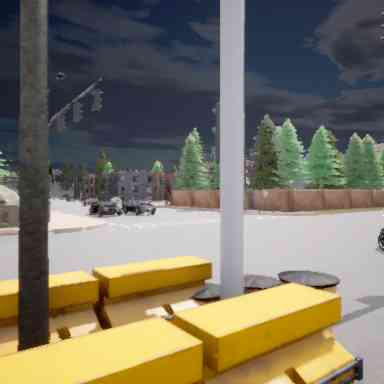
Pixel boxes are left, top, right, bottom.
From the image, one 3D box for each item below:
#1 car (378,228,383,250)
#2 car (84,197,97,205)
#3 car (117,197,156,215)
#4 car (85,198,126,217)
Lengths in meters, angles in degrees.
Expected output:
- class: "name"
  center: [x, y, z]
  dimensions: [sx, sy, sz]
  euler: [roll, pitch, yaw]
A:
- class: "car"
  center: [8.191, 1.570, 11.488]
  dimensions: [1.994, 1.385, 4.181]
  euler: [0, 0, 7]
- class: "car"
  center: [-16.459, 1.573, 55.296]
  dimensions: [1.994, 1.385, 4.181]
  euler: [0, 0, -36]
- class: "car"
  center: [-5.455, 1.499, 33.877]
  dimensions: [2.128, 1.511, 4.902]
  euler: [0, 0, -36]
- class: "car"
  center: [-8.367, 1.569, 31.929]
  dimensions: [1.994, 1.385, 4.181]
  euler: [0, 0, -36]
